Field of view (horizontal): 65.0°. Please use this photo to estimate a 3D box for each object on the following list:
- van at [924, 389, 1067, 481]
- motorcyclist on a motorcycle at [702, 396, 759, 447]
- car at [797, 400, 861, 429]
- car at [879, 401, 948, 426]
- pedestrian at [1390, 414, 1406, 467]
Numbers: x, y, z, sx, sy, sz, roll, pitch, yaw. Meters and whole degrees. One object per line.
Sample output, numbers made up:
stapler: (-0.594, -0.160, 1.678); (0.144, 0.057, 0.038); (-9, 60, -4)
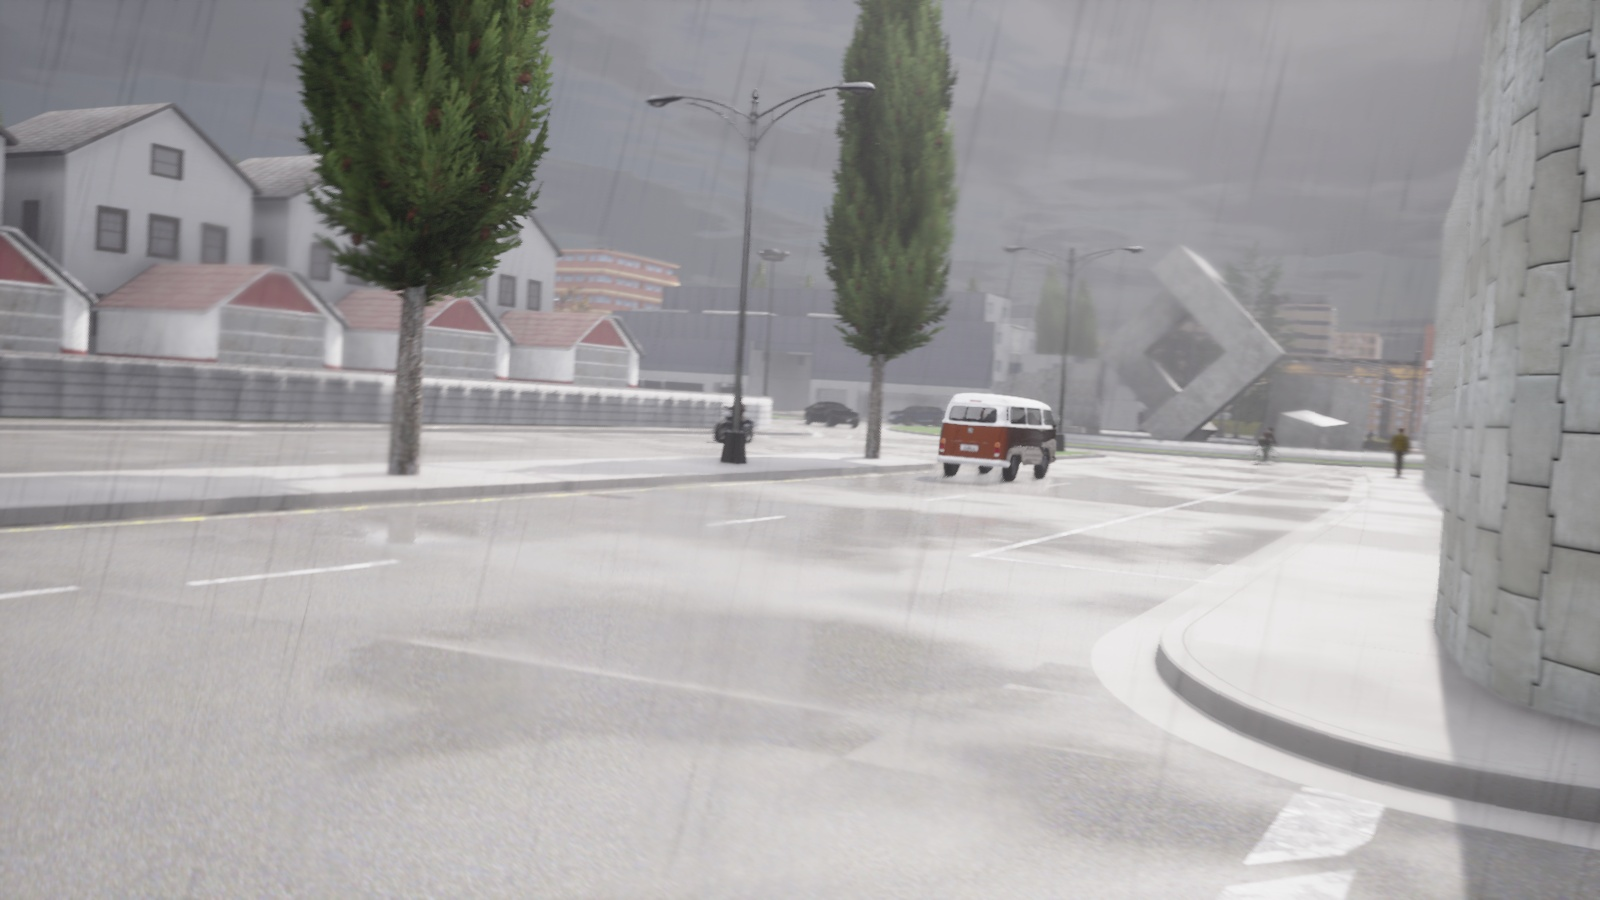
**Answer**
van: (4.919, -0.404, 31.107); (2.069, 2.038, 4.480); (4, 3, 28)
motorcyclist on a motorcycle: (-2.307, -0.953, 42.075); (0.766, 1.649, 2.350); (4, 3, 27)
car: (1.704, -2.138, 74.849); (1.882, 1.535, 5.008); (2, 3, -23)
car: (8.509, -2.709, 94.207); (4.856, 1.649, 2.033); (1, 3, -32)
pedestrian: (21.092, -0.329, 44.288); (0.370, 1.835, 0.726); (4, 3, 30)
